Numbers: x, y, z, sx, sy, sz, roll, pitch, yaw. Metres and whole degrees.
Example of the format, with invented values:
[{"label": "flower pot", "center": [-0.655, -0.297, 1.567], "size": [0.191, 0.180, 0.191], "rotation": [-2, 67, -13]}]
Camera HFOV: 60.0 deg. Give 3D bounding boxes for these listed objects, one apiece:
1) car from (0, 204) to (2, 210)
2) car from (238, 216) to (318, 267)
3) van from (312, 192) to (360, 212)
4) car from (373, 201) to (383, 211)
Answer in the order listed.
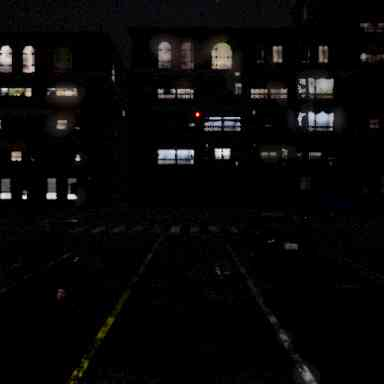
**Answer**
[{"label": "car", "center": [-19.711, 1.292, 30.192], "size": [4.403, 1.369, 2.008], "rotation": [0, 1, 0]}, {"label": "car", "center": [2.570, 1.416, 10.670], "size": [1.947, 1.339, 4.313], "rotation": [1, 1, 0]}, {"label": "van", "center": [13.073, 0.871, 30.242], "size": [3.998, 1.788, 1.690], "rotation": [0, 1, 0]}, {"label": "car", "center": [18.715, 1.077, 30.275], "size": [4.206, 1.307, 1.802], "rotation": [0, 1, 0]}]
